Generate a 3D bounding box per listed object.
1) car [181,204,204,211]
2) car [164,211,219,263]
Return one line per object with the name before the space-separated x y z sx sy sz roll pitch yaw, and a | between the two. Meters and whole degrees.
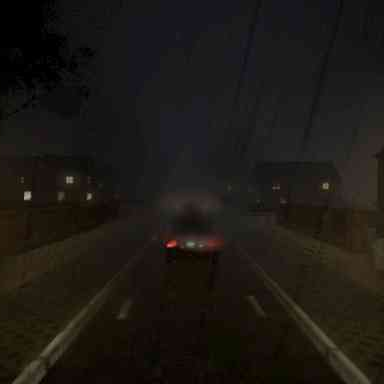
car | 0.025 1.775 28.904 1.882 1.535 5.008 0 0 1
car | 0.010 1.672 12.534 2.033 1.411 5.357 0 -1 1
